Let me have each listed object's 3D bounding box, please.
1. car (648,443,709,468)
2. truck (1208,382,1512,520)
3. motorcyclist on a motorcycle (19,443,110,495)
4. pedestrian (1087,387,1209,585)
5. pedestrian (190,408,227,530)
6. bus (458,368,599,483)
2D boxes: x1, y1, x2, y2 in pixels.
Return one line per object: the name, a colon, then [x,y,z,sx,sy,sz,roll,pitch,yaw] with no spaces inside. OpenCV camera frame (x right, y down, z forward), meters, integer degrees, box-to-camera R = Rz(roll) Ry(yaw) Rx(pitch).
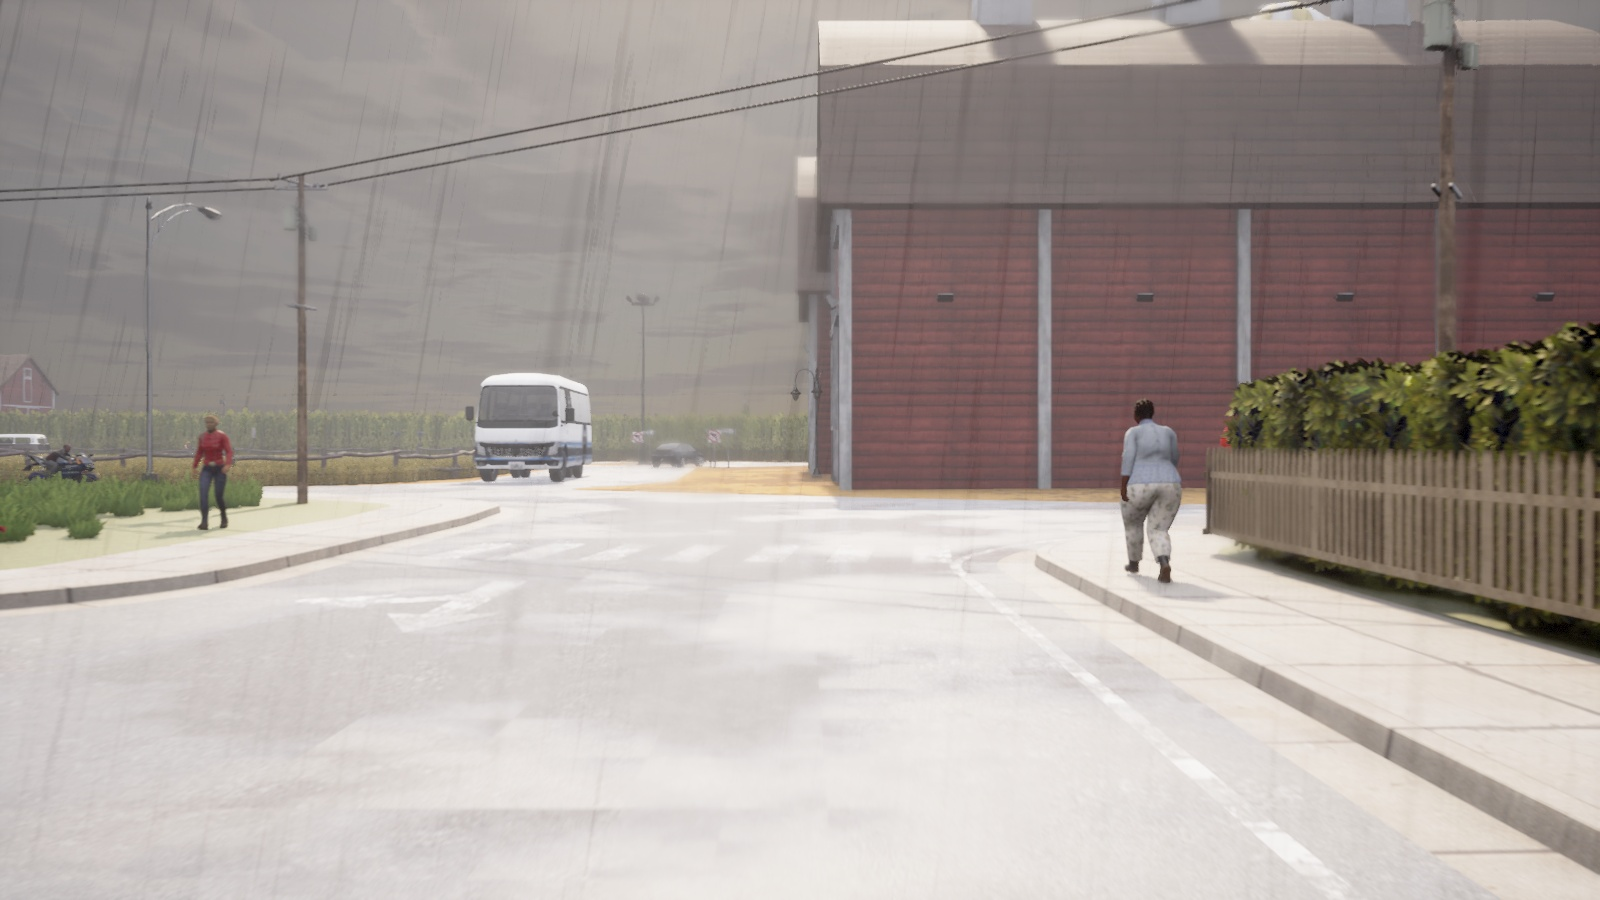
car: [-7.404,0.311,77.030,1.837,1.490,4.892,-1,0,19]
truck: [10.937,0.015,24.720,5.204,2.467,2.627,0,0,26]
motorcyclist on a motorcycle: [-21.817,0.554,37.272,2.191,1.530,0.866,0,0,0]
pedestrian: [3.376,0.335,12.247,0.874,1.855,0.900,0,0,-6]
pedestrian: [-9.036,0.284,19.199,0.331,1.846,0.636,0,0,-7]
bus: [-10.809,-0.928,51.406,3.944,4.253,10.273,0,0,-2]
